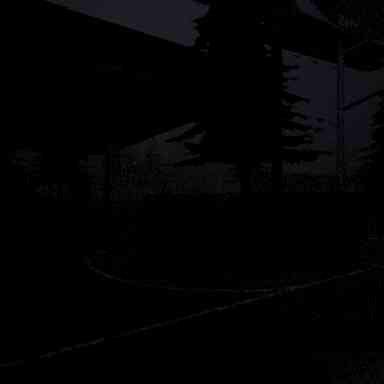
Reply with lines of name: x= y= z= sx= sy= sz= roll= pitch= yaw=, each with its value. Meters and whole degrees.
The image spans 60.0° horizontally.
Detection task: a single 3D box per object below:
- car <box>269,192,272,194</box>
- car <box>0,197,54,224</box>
car: x=6.216 y=1.050 z=28.679 sx=2.150 sy=2.045 sz=5.566 roll=0 pitch=1 yaw=-34
car: x=-11.987 y=1.313 z=23.469 sx=3.866 sy=1.878 sz=1.905 roll=0 pitch=0 yaw=-36
